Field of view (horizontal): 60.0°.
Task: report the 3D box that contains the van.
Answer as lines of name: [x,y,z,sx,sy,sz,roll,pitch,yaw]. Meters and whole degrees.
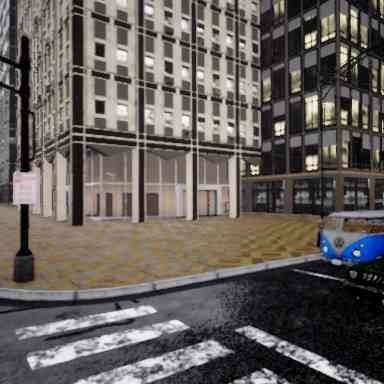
van: [5.831,1.490,10.706,3.998,1.788,1.690,0,-1,-35]

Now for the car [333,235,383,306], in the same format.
car: [5.316,1.692,7.153,4.718,1.301,1.895,0,-1,-35]
